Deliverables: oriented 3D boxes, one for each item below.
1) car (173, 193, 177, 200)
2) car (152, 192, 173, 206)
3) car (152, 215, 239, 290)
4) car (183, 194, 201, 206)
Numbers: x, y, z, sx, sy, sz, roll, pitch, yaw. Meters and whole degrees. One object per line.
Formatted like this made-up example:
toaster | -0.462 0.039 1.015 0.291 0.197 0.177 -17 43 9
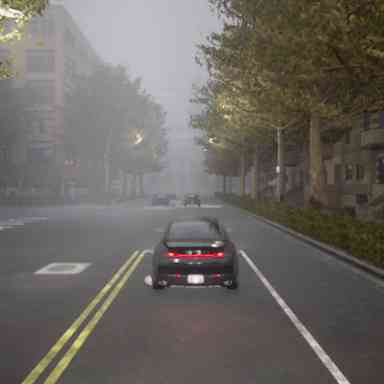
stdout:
car | -3.654 0.737 57.391 1.895 1.301 4.718 0 1 0
car | -3.691 0.875 40.000 1.882 1.535 5.008 0 1 1
car | 0.071 1.371 8.711 1.837 1.490 4.892 0 1 0
car | 0.013 0.914 40.596 1.812 1.442 4.674 0 1 0
